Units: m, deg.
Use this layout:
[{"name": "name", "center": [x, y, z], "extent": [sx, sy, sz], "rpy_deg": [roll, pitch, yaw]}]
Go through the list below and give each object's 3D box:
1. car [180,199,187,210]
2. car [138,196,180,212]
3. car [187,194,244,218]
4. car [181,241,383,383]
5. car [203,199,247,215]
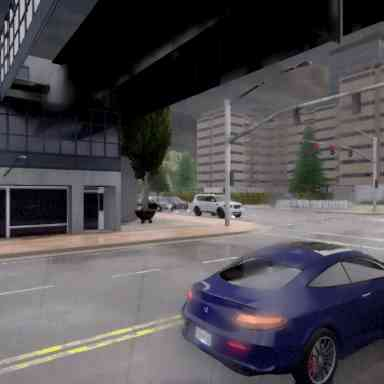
[{"name": "car", "center": [-2.400, 1.352, 42.574], "extent": [2.097, 1.767, 4.553], "rpy_deg": [0, 0, -36]}, {"name": "car", "center": [-3.903, 1.491, 38.674], "extent": [2.128, 1.511, 4.902], "rpy_deg": [0, 0, -36]}, {"name": "car", "center": [2.219, 1.222, 30.196], "extent": [2.150, 2.045, 5.566], "rpy_deg": [0, 0, -36]}, {"name": "car", "center": [2.014, 1.526, 5.234], "extent": [4.674, 1.442, 1.812], "rpy_deg": [0, 0, -35]}, {"name": "car", "center": [3.326, 1.505, 34.637], "extent": [1.837, 1.490, 4.892], "rpy_deg": [0, 0, -36]}]
